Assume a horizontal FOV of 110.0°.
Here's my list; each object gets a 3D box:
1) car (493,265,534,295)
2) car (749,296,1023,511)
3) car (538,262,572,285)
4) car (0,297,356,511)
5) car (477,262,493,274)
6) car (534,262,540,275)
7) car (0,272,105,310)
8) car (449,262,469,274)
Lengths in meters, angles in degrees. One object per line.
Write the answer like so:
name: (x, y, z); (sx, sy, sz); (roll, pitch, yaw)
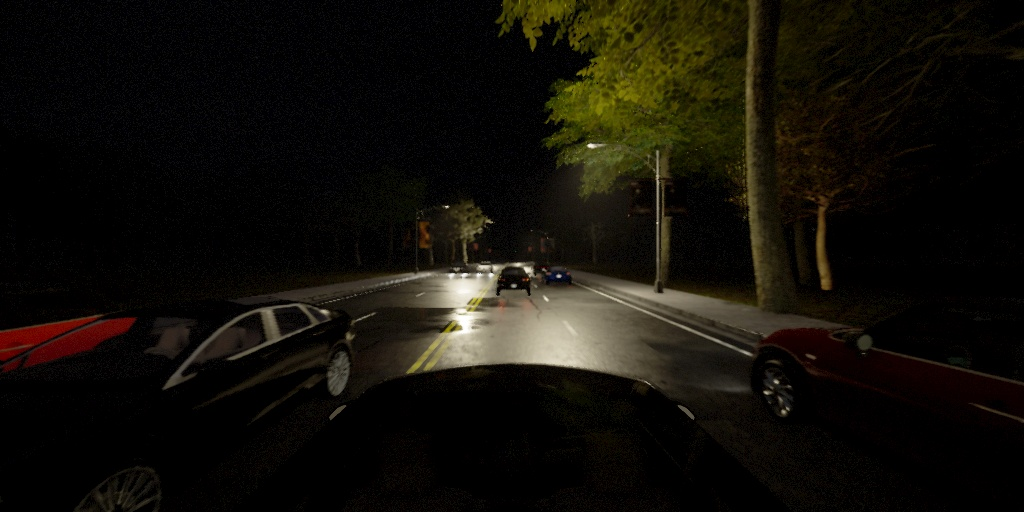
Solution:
car: (0.090, 1.334, 20.332); (1.812, 1.442, 4.674); (0, 0, 0)
car: (4.223, 1.106, 2.936); (2.097, 1.767, 4.553); (0, 0, 0)
car: (3.321, 1.399, 27.415); (1.994, 1.385, 4.181); (0, 0, 0)
car: (-3.350, 1.247, 3.690); (2.128, 1.511, 4.902); (0, 0, 0)
car: (-3.326, 1.431, 45.233); (1.812, 1.442, 4.674); (0, 0, 0)
car: (3.307, 1.394, 40.785); (1.837, 1.490, 4.892); (0, 0, 0)
car: (-6.602, 1.106, 3.520); (2.097, 1.767, 4.553); (0, 0, 0)
car: (-6.576, 1.428, 44.816); (1.812, 1.442, 4.674); (0, 0, 0)
